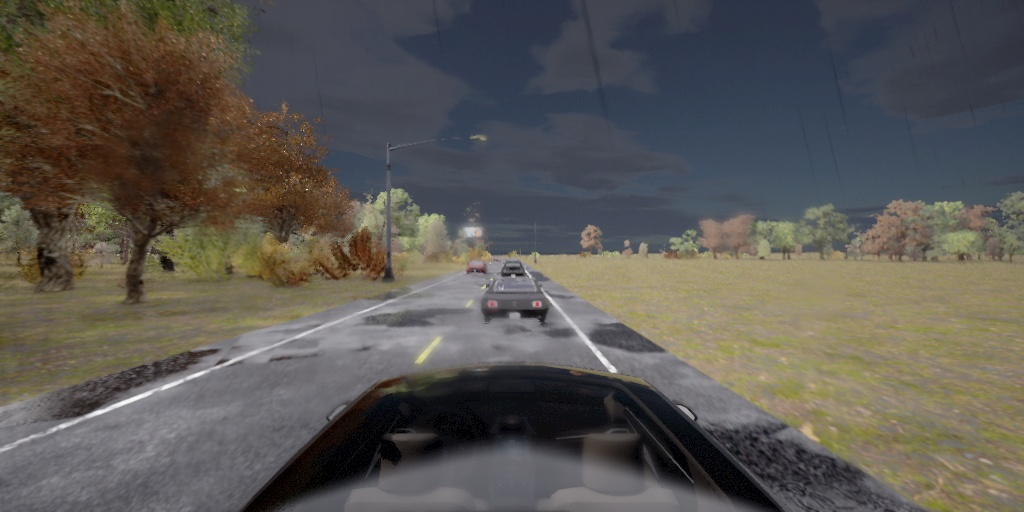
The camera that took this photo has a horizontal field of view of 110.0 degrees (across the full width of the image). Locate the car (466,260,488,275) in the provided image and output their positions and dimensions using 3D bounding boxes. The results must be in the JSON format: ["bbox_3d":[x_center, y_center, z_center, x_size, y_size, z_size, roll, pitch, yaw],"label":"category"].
[{"bbox_3d":[-3.599,1.138,37.284,1.882,1.535,5.008,0,0,0],"label":"car"}]

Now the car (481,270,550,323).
[{"bbox_3d":[0.091,1.325,11.897,1.895,1.301,4.718,0,0,0],"label":"car"}]

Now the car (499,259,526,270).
[{"bbox_3d":[0.090,1.187,28.866,1.837,1.490,4.892,0,0,0],"label":"car"}]
